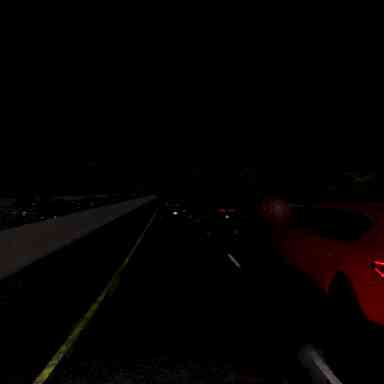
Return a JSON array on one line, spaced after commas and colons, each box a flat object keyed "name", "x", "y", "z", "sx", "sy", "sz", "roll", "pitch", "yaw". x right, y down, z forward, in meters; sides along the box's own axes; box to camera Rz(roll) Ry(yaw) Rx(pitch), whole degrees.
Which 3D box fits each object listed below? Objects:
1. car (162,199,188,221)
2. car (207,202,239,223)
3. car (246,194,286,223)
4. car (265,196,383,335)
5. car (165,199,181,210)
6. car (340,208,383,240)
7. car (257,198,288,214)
[{"name": "car", "x": -1.380, "y": 1.549, "z": 26.914, "sx": 1.994, "sy": 1.385, "sz": 4.181, "roll": 0, "pitch": 0, "yaw": -4}, {"name": "car", "x": 2.248, "y": 1.472, "z": 25.175, "sx": 2.128, "sy": 1.511, "sz": 4.902, "roll": 0, "pitch": 0, "yaw": -4}, {"name": "car", "x": 5.744, "y": 1.197, "z": 25.384, "sx": 2.150, "sy": 2.045, "sz": 5.566, "roll": 0, "pitch": 0, "yaw": -4}, {"name": "car", "x": 3.370, "y": 1.212, "z": 6.862, "sx": 2.150, "sy": 2.045, "sz": 5.566, "roll": 0, "pitch": 0, "yaw": -2}, {"name": "car", "x": -2.486, "y": 1.578, "z": 42.937, "sx": 1.895, "sy": 1.301, "sz": 4.718, "roll": 0, "pitch": 0, "yaw": -4}, {"name": "car", "x": 9.790, "y": 1.575, "z": 17.299, "sx": 1.895, "sy": 1.301, "sz": 4.718, "roll": 0, "pitch": 0, "yaw": -4}, {"name": "car", "x": 8.554, "y": 1.470, "z": 35.630, "sx": 1.837, "sy": 1.490, "sz": 4.892, "roll": 0, "pitch": 0, "yaw": -4}]
